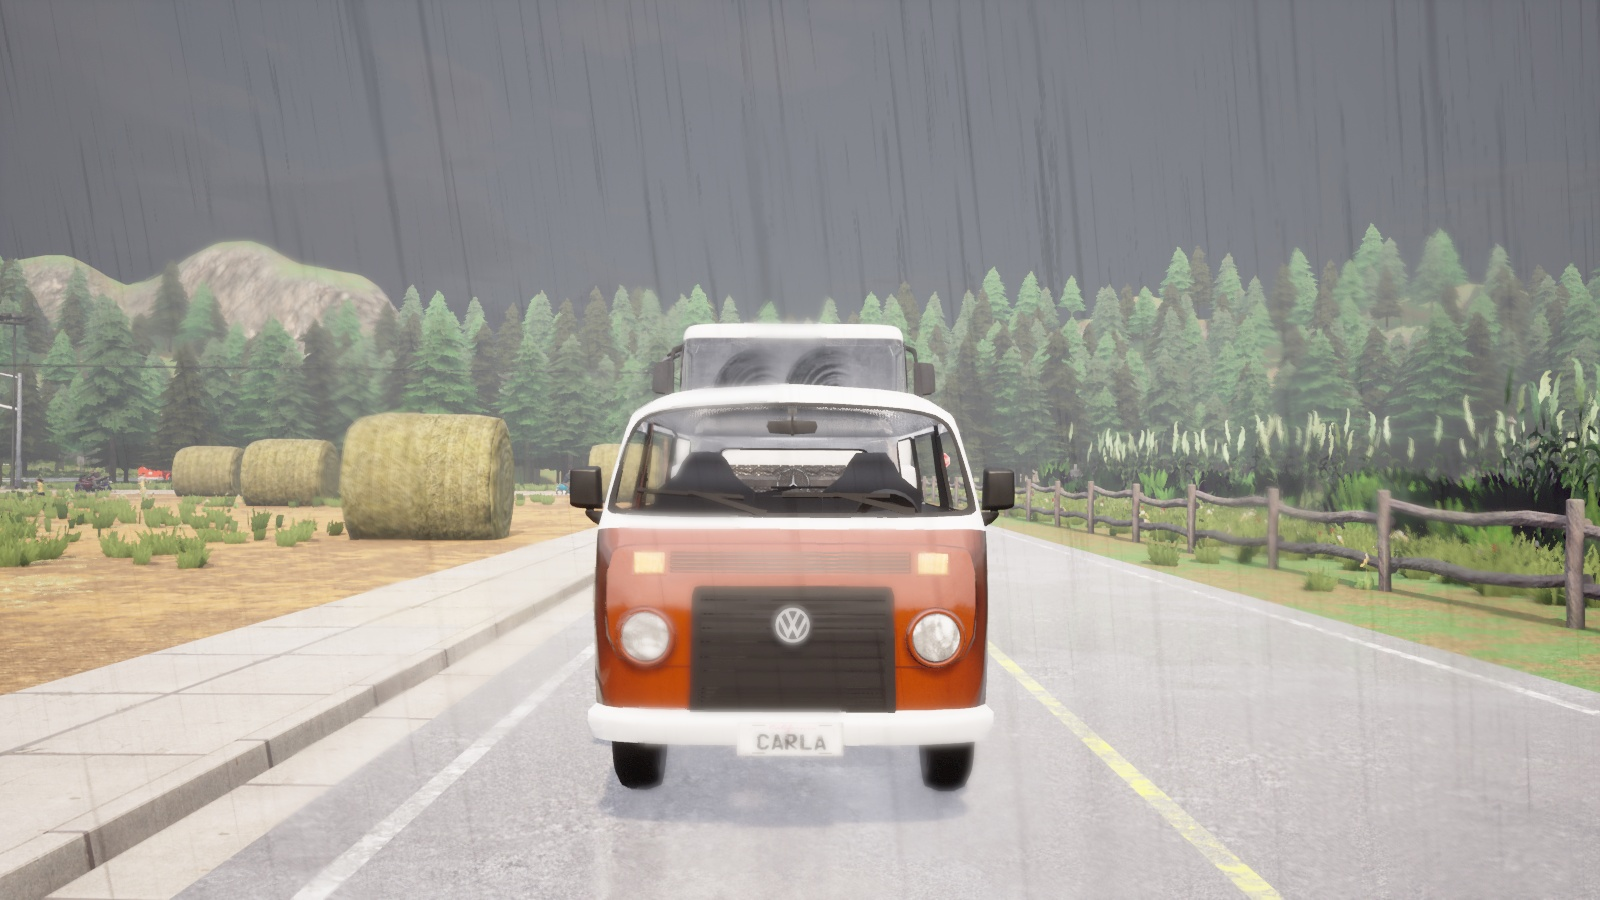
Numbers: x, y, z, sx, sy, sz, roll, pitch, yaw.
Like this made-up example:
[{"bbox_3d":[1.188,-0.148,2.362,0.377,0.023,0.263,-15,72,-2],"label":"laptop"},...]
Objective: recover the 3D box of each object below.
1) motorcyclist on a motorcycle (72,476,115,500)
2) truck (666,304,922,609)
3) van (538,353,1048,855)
[{"bbox_3d":[-44.225,2.378,78.594,2.191,1.530,0.866,0,-1,-3],"label":"motorcyclist on a motorcycle"},{"bbox_3d":[-0.089,0.139,18.253,2.891,3.462,7.936,0,-1,0],"label":"truck"},{"bbox_3d":[-0.037,0.662,7.364,2.069,2.038,4.480,0,-1,0],"label":"van"}]
